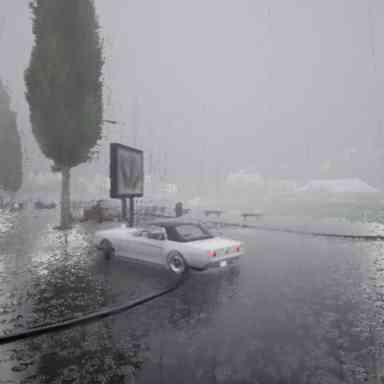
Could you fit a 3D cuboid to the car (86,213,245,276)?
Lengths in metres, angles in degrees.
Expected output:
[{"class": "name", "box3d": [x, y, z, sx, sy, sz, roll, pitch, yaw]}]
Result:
[{"class": "car", "box3d": [-0.893, 1.525, 10.009, 4.718, 1.301, 1.895, 1, 0, 38]}]

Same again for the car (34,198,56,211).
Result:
[{"class": "car", "box3d": [-18.455, 1.484, 41.715, 1.882, 1.535, 5.008, 0, 0, -35]}]

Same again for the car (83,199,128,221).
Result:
[{"class": "car", "box3d": [-6.546, 1.359, 24.979, 2.097, 1.767, 4.553, 0, 0, -35]}]
